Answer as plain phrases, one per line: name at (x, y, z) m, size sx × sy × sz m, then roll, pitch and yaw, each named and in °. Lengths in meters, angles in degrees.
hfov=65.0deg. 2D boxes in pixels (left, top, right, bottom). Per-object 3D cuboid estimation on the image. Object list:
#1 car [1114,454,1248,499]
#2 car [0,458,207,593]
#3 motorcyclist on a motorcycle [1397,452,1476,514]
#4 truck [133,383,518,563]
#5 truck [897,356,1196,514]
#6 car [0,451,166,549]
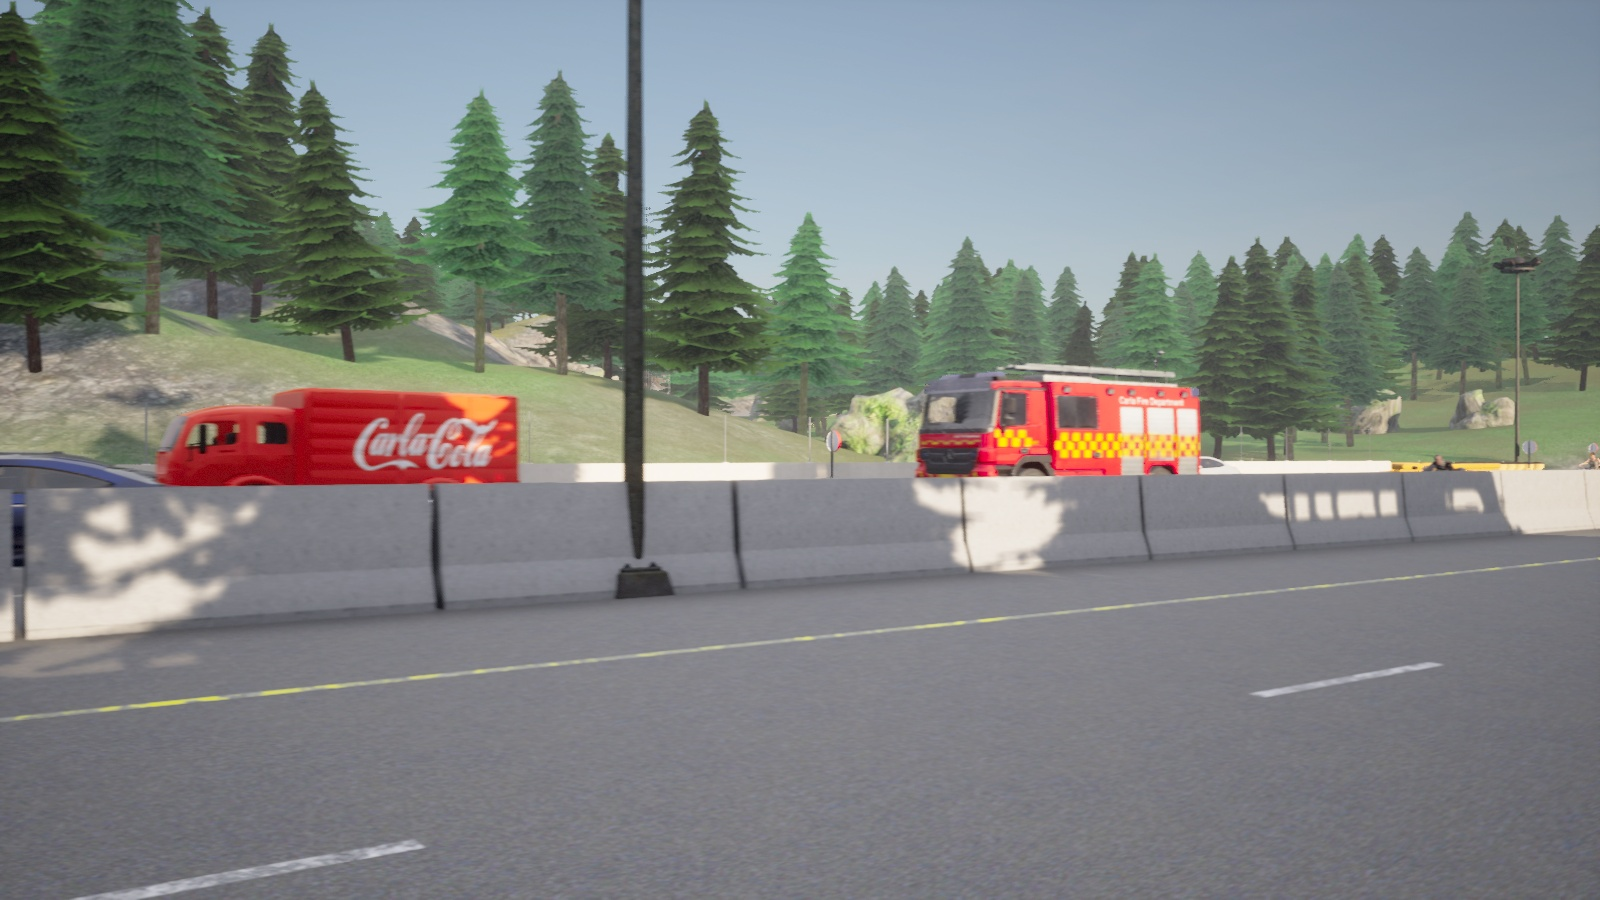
car at (12.931, 0.847, 42.509) m, size 4.674 × 1.442 × 1.812 m, roll 0°, pitch 0°, yaw -35°
car at (-9.405, 0.825, 14.170) m, size 4.674 × 1.442 × 1.812 m, roll 0°, pitch 0°, yaw -35°
motorcyclist on a motorcycle at (16.244, 0.824, 32.023) m, size 2.191 × 1.530 × 0.866 m, roll 0°, pitch 0°, yaw -35°
truck at (-7.427, 0.322, 19.813) m, size 5.204 × 2.467 × 2.627 m, roll 0°, pitch 0°, yaw -35°
truck at (6.826, -0.351, 34.024) m, size 8.468 × 3.827 × 2.891 m, roll 0°, pitch 0°, yaw -35°
car at (-13.060, 0.778, 20.155) m, size 4.902 × 1.511 × 2.128 m, roll 0°, pitch 0°, yaw -35°
